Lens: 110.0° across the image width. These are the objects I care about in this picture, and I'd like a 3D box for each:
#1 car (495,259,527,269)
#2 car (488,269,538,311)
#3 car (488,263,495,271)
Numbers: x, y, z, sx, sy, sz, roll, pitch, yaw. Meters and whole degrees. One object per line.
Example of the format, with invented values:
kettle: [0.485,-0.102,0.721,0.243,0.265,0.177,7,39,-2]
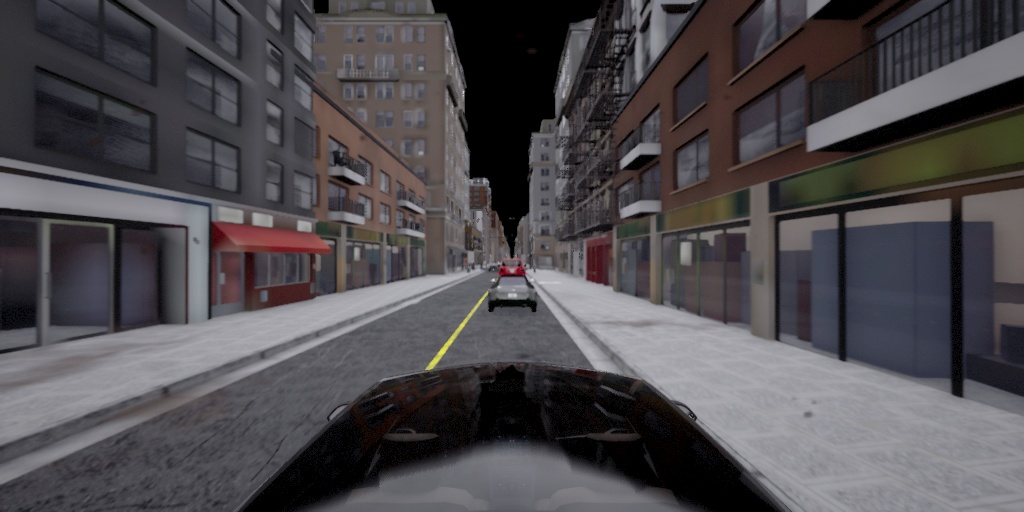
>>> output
car: [0.030,1.261,29.433,2.150,2.045,5.566,0,0,0]
car: [0.034,1.452,15.347,1.994,1.385,4.181,0,-1,0]
car: [-2.965,1.890,60.082,2.033,1.411,5.357,0,-1,0]
